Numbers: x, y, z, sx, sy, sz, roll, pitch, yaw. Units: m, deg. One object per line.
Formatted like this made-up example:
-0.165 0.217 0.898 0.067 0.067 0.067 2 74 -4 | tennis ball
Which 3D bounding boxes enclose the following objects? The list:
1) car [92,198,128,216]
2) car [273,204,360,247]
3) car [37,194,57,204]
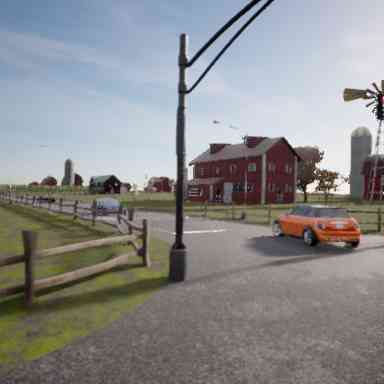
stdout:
-7.152 1.225 28.470 1.812 1.442 4.674 2 0 -35 | car
5.446 1.356 15.157 2.097 1.767 4.553 1 0 -9 | car
-21.010 0.994 48.146 1.895 1.301 4.718 2 0 -35 | car
